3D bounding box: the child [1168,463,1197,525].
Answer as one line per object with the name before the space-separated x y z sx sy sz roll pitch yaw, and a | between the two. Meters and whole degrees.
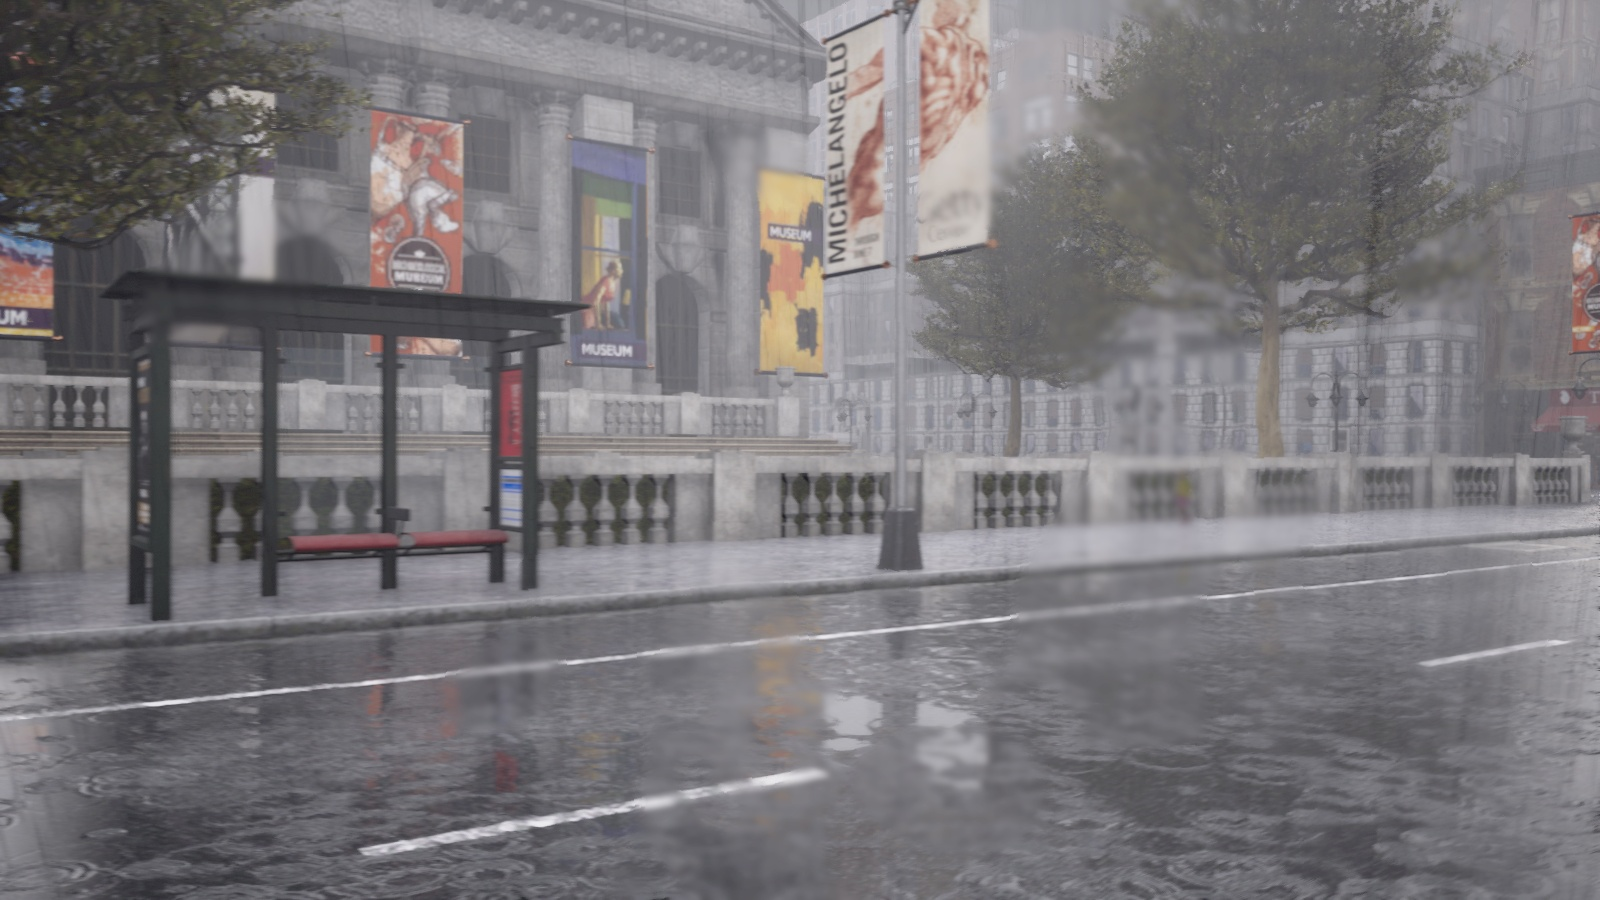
child | 7.286 0.830 23.902 0.473 1.160 0.299 0 0 -35
